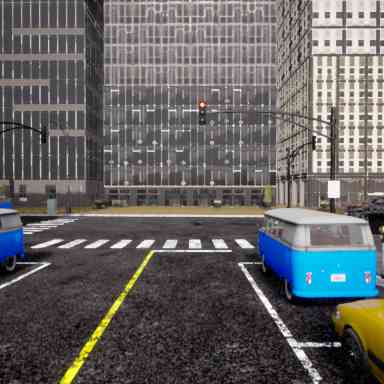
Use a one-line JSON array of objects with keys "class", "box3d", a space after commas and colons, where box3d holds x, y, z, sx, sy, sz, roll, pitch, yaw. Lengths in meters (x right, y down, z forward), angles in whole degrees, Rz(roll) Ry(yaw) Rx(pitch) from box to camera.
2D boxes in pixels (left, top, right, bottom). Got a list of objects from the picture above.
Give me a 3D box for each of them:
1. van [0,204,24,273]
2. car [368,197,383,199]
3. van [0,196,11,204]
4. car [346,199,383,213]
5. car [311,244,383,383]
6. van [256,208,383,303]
[{"class": "van", "box3d": [-5.699, 1.339, 7.986, 1.690, 1.788, 3.998, -1, 0, 0]}, {"class": "car", "box3d": [15.252, 1.339, 27.278, 5.009, 1.841, 2.192, 0, 1, 0]}, {"class": "van", "box3d": [-17.138, 1.201, 27.486, 3.998, 1.788, 1.690, 0, 1, 0]}, {"class": "car", "box3d": [13.824, 1.544, 24.688, 4.902, 1.511, 2.128, 0, 1, 0]}, {"class": "car", "box3d": [2.682, 1.525, 2.521, 1.752, 1.417, 4.829, -1, 0, 0]}, {"class": "van", "box3d": [2.682, 1.339, 7.953, 1.690, 1.788, 3.998, -1, 0, 0]}]
